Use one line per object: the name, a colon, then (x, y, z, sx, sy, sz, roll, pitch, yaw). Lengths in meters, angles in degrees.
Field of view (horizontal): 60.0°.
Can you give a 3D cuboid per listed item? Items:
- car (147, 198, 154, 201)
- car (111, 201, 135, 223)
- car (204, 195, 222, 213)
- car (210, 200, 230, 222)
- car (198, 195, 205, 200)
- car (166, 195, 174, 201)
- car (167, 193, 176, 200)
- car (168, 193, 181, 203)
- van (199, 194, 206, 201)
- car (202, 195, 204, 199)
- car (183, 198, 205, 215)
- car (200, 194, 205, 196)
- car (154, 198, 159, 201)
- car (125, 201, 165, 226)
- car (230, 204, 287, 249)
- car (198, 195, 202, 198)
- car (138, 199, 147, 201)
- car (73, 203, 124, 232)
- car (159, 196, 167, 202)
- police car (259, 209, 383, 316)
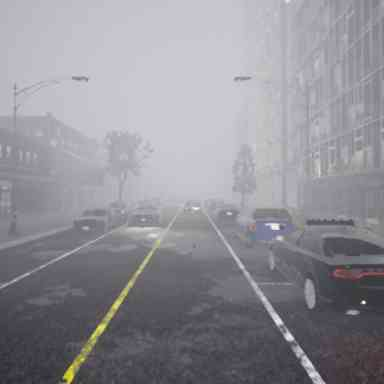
car: (-5.682, 1.586, 36.963, 1.802, 1.307, 4.206, 1, 0, 0)
car: (-5.679, 1.442, 25.676, 1.967, 1.590, 4.097, 1, 0, 0)
car: (2.667, 1.444, 36.909, 1.967, 1.590, 4.097, 1, 0, 0)
car: (2.666, 1.568, 25.621, 1.947, 1.339, 4.313, 1, 0, 0)
car: (2.660, 1.587, 93.350, 1.947, 1.339, 4.313, 1, 0, 0)
car: (-5.686, 1.600, 87.760, 1.802, 1.307, 4.206, 1, 0, 0)
car: (-5.682, 1.335, 93.404, 2.192, 1.841, 5.009, 1, 0, 0)
car: (-3.005, 1.217, 64.131, 1.994, 1.385, 4.181, 0, 0, 0)
van: (2.665, 1.360, 87.706, 1.690, 1.788, 3.998, 1, 0, 0)
car: (2.664, 1.573, 48.197, 1.947, 1.339, 4.313, 1, 0, 0)
car: (0.077, 1.604, 33.730, 1.895, 1.301, 4.718, 0, 0, 0)
car: (2.663, 1.537, 65.299, 1.752, 1.417, 4.829, 1, 0, 0)
car: (-5.682, 1.550, 42.607, 1.887, 1.381, 4.507, 1, 0, 0)
car: (-3.100, 1.565, 23.113, 1.994, 1.385, 4.181, 0, 0, 0)
car: (3.111, 1.354, 14.631, 2.097, 1.767, 4.553, 0, 0, 0)
car: (0.045, 1.570, 46.927, 1.994, 1.385, 4.181, 0, 0, 1)
car: (-5.681, 1.528, 31.149, 1.752, 1.417, 4.829, 1, 0, 0)
car: (-5.681, 1.567, 20.031, 1.947, 1.339, 4.313, 1, 0, 0)
car: (-5.684, 1.574, 53.895, 1.947, 1.339, 4.313, 1, 0, 0)
police car: (3.133, 1.426, 7.770, 1.930, 1.638, 5.238, 0, 0, 0)
